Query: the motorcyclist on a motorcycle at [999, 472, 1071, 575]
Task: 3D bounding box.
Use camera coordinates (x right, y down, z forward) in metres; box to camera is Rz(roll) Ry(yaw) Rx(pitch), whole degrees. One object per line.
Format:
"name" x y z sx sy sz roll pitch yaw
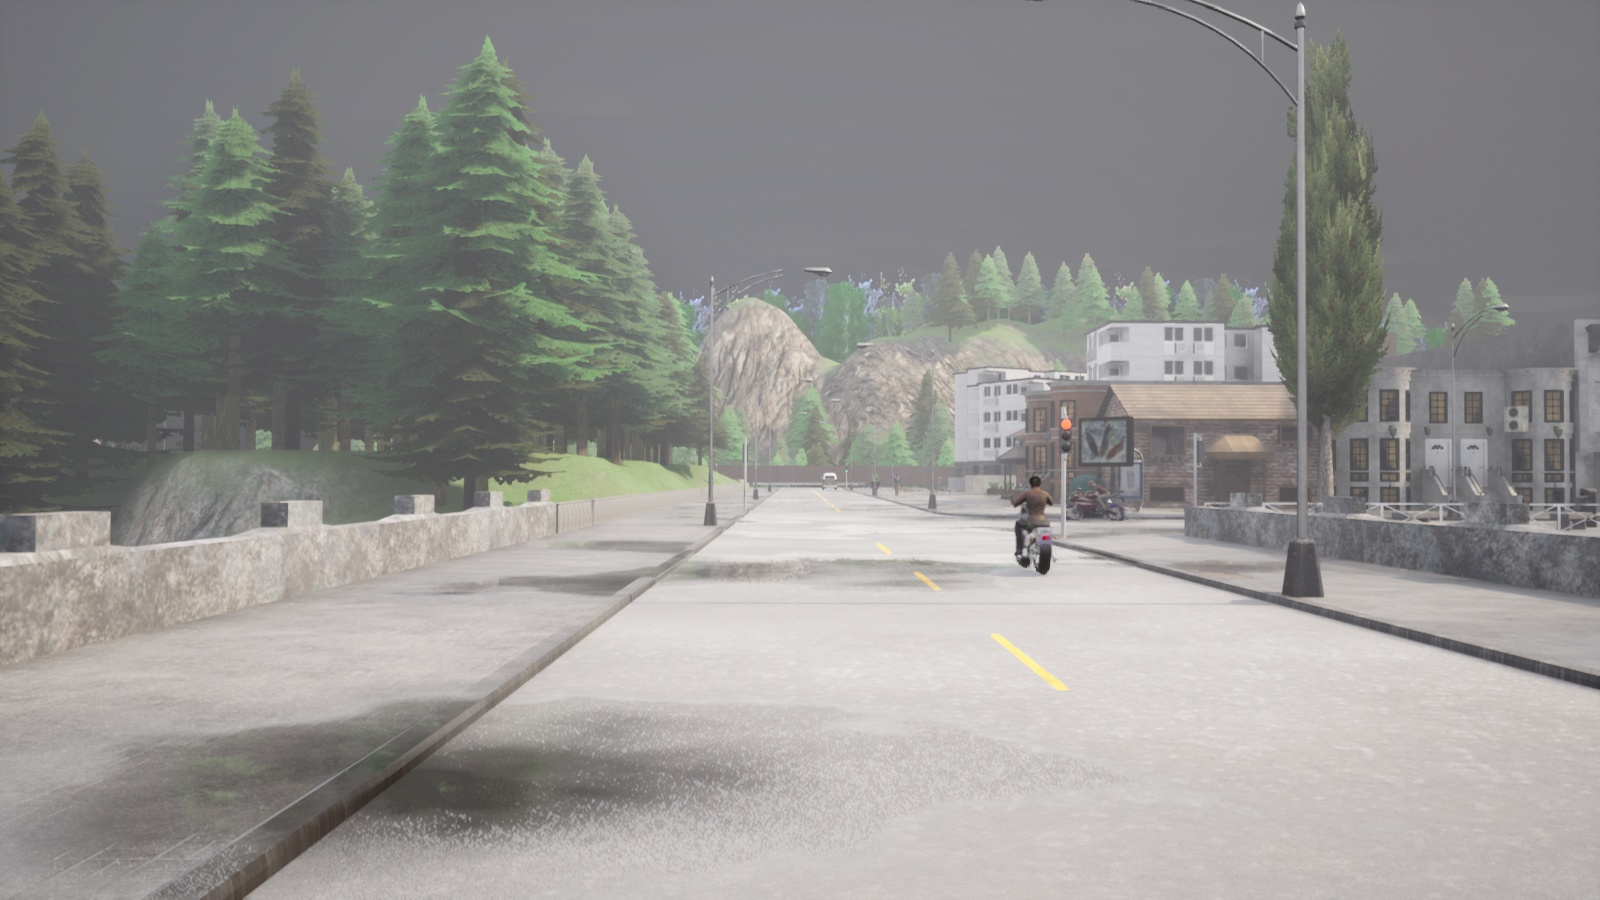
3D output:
"motorcyclist on a motorcycle" 3.947 1.209 21.283 0.766 1.649 2.350 0 -1 0

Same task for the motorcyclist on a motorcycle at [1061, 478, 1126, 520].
"motorcyclist on a motorcycle" 10.683 1.786 45.817 2.191 1.530 0.866 0 -2 3
